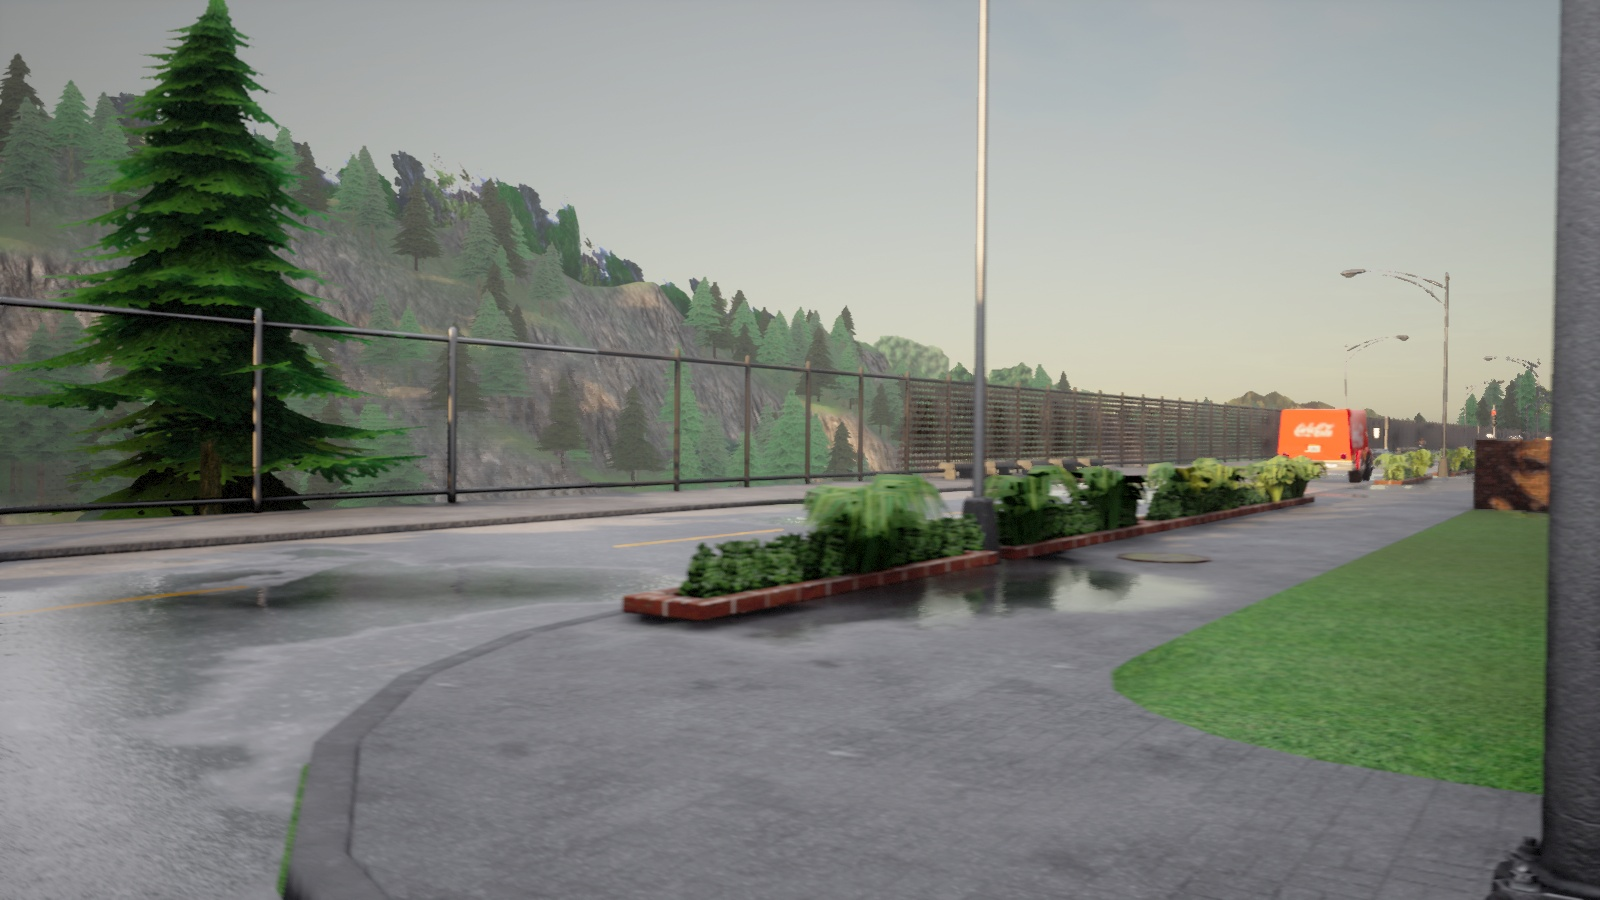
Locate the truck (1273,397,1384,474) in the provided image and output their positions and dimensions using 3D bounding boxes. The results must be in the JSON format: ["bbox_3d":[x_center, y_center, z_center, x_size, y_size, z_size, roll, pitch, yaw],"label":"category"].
[{"bbox_3d":[18.270,-0.497,43.249,2.627,2.467,5.204,0,1,33],"label":"truck"}]
